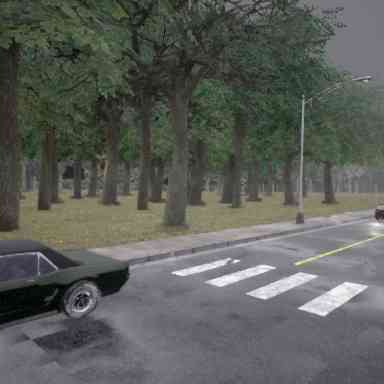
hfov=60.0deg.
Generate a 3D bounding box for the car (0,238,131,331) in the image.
[{"bbox_3d":[-3.440,1.504,5.297,1.895,1.301,4.718,2,2,45],"label":"car"}]

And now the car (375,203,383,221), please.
[{"bbox_3d":[14.466,1.199,23.343,1.882,1.535,5.008,2,2,45],"label":"car"}]
